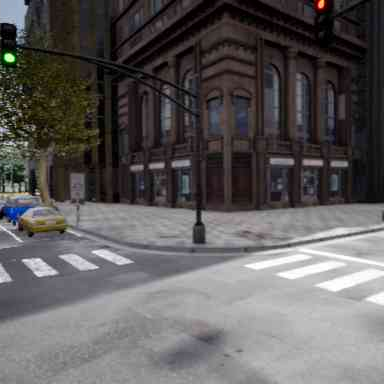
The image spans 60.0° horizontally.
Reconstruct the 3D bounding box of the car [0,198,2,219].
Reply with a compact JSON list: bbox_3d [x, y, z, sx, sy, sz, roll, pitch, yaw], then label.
[{"bbox_3d":[-14.144,1.316,25.995,1.947,1.339,4.313,-2,2,-35],"label":"car"}]

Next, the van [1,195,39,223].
[{"bbox_3d":[-10.868,1.122,21.354,1.690,1.788,3.998,-2,2,-35],"label":"van"}]

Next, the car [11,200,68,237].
[{"bbox_3d":[-7.679,1.336,16.862,1.752,1.417,4.829,-2,2,-35],"label":"car"}]
